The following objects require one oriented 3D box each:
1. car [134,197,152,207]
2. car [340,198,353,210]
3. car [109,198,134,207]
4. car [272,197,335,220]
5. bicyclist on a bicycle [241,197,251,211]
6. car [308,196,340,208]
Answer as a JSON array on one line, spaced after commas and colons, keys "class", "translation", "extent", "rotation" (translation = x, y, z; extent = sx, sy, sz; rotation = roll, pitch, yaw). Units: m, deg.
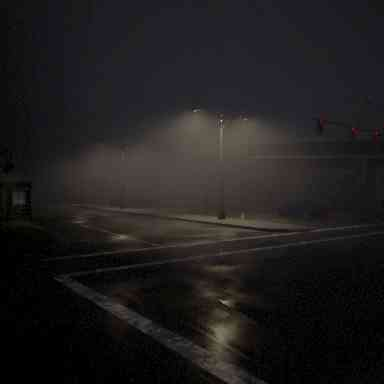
[{"class": "car", "translation": [-8.212, 1.547, 52.742], "extent": [2.033, 1.411, 5.357], "rotation": [0, 0, -35]}, {"class": "car", "translation": [18.173, 1.456, 42.041], "extent": [1.970, 1.475, 3.806], "rotation": [0, 0, -35]}, {"class": "car", "translation": [-11.077, 1.564, 50.732], "extent": [1.994, 1.385, 4.181], "rotation": [0, 0, -35]}, {"class": "car", "translation": [9.056, 1.477, 28.176], "extent": [1.882, 1.535, 5.008], "rotation": [0, 0, -34]}, {"class": "bicyclist on a bicycle", "translation": [6.331, 1.430, 39.760], "extent": [1.656, 1.620, 0.582], "rotation": [-6, -7, -37]}, {"class": "car", "translation": [13.908, 1.295, 38.118], "extent": [2.242, 1.667, 4.611], "rotation": [0, 0, -35]}]
